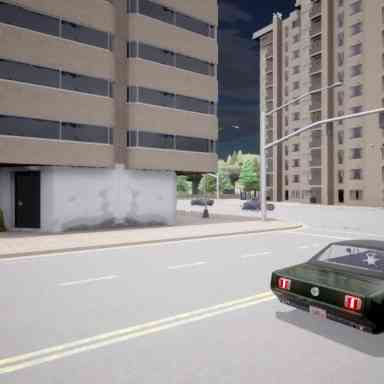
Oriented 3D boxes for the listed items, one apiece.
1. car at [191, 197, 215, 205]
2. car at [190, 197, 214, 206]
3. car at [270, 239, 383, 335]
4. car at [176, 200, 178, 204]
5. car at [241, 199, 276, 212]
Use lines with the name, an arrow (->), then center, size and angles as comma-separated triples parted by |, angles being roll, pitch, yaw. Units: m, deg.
car -> 1.859, 1.601, 59.889 | 1.895, 1.301, 4.718 | 0, 0, -35
car -> 1.511, 1.564, 54.339 | 1.994, 1.385, 4.181 | 0, 0, -36
car -> 3.797, 1.601, 6.483 | 4.718, 1.301, 1.895 | 0, 0, -35
car -> -4.264, 1.600, 56.178 | 1.895, 1.301, 4.718 | 0, 0, -36
car -> 7.812, 1.564, 39.361 | 1.994, 1.385, 4.181 | 0, 0, -36
